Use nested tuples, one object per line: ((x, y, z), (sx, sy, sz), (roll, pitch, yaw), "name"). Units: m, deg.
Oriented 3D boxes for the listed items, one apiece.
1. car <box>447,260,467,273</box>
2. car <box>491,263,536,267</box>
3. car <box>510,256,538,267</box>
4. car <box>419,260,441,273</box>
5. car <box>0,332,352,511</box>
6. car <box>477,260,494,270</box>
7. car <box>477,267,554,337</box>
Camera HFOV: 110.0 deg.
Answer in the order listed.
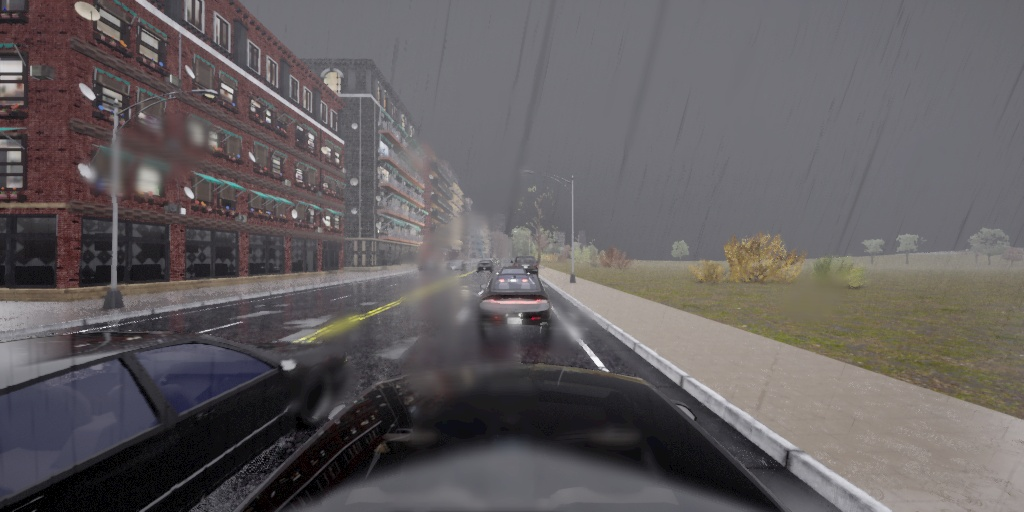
((-6.693, 1.245, 43.928), (2.128, 1.511, 4.902), (0, 0, 0), "car")
((0.062, 1.300, 20.794), (2.033, 1.411, 5.357), (0, 0, 0), "car")
((1.073, 0.978, 31.007), (2.150, 2.045, 5.566), (0, 0, 0), "car")
((-9.943, 1.258, 43.649), (1.837, 1.490, 4.892), (0, 0, 0), "car")
((-3.154, 1.298, 2.552), (2.033, 1.411, 5.357), (0, 0, 0), "car")
((-3.246, 1.256, 44.646), (1.837, 1.490, 4.892), (0, -1, 0), "car")
((0.082, 1.243, 10.354), (2.128, 1.511, 4.902), (0, 0, 0), "car")
